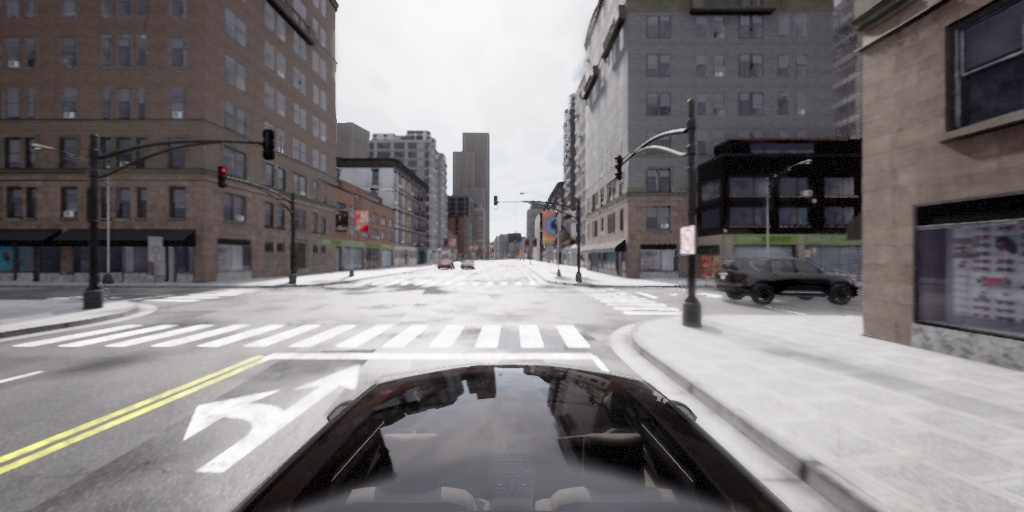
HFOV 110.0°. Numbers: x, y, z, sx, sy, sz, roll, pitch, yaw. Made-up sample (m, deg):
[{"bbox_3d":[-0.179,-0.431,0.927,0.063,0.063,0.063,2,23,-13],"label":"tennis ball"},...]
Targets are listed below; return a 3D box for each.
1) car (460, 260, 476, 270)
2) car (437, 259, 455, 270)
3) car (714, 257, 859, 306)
[{"bbox_3d":[-6.565,1.288,53.450,1.812,1.442,4.674,0,0,0],"label":"car"},{"bbox_3d":[-9.815,1.240,53.491,1.882,1.535,5.008,0,0,0],"label":"car"},{"bbox_3d":[12.188,1.067,16.192,5.566,2.045,2.150,0,0,0],"label":"car"}]
